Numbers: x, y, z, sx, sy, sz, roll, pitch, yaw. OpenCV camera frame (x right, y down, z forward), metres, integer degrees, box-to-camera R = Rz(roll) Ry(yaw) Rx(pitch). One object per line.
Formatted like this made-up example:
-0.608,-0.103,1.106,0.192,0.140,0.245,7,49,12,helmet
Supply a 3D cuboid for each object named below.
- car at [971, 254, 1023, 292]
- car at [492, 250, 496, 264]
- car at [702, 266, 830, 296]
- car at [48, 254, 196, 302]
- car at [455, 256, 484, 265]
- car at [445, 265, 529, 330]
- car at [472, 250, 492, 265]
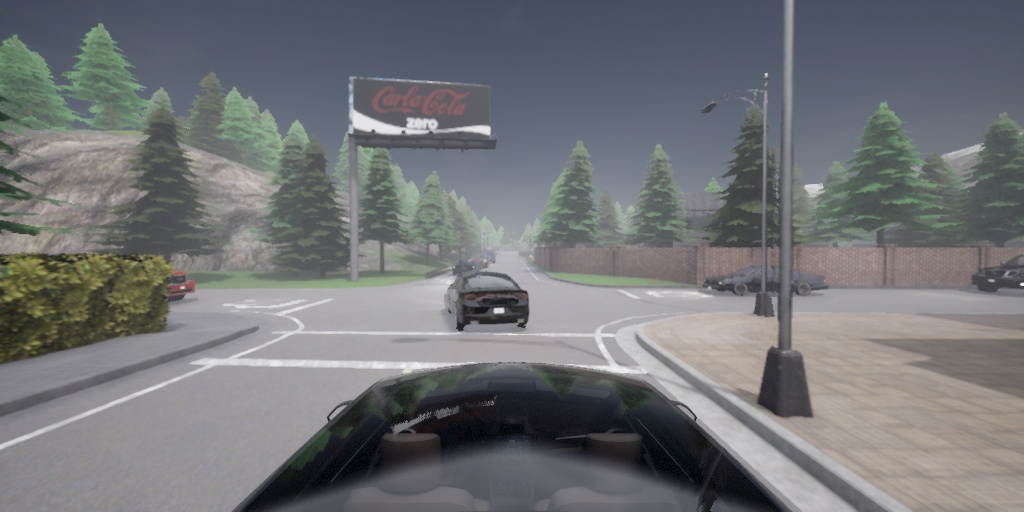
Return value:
26.445,0.873,17.652,5.566,2.045,2.150,0,1,1,car
-3.594,0.079,53.122,2.150,2.045,5.566,0,1,0,car
12.540,1.193,17.895,5.357,1.411,2.033,0,1,1,car
-16.029,0.933,14.123,5.566,2.045,2.150,0,1,-7,car
-3.606,0.877,29.018,1.895,1.301,4.718,0,1,0,car
-0.950,1.185,11.095,1.882,1.535,5.008,0,0,-15,car
-3.606,0.453,39.140,2.097,1.767,4.553,0,1,0,car
